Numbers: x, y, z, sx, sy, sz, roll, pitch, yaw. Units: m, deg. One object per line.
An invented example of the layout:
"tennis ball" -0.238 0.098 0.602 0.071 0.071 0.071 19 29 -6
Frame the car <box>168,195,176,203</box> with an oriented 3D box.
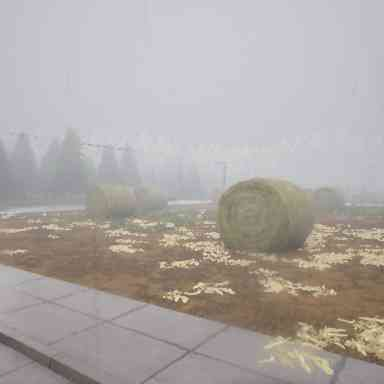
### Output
"car" -4.974 1.273 61.669 1.882 1.535 5.008 0 0 37
